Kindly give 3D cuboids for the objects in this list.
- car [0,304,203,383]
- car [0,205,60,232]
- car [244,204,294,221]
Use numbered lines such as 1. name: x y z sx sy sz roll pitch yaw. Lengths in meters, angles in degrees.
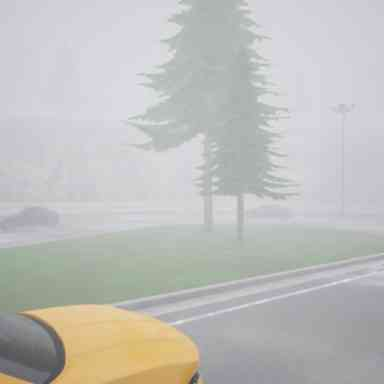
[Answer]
1. car: -2.171 1.467 2.108 5.008 1.535 1.882 1 0 -36
2. car: -10.305 1.554 20.455 1.812 1.442 4.674 0 -1 27
3. car: 6.907 1.804 30.496 4.674 1.442 1.812 1 -1 19
